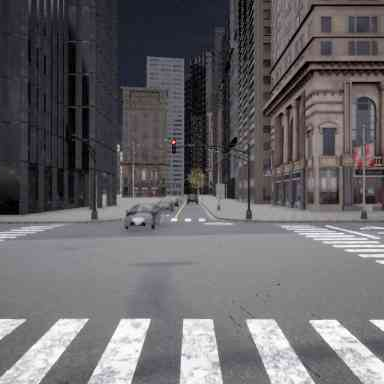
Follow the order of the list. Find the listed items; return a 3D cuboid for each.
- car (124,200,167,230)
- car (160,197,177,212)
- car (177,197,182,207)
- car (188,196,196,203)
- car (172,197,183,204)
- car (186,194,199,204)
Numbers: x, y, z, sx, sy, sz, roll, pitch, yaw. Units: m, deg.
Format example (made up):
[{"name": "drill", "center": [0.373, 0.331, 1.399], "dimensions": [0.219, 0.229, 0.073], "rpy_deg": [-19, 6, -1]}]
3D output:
[{"name": "car", "center": [-3.066, 1.509, 21.339], "dimensions": [2.128, 1.511, 4.902], "rpy_deg": [0, 0, 0]}, {"name": "car", "center": [-3.064, 1.556, 38.766], "dimensions": [1.837, 1.490, 4.892], "rpy_deg": [0, 0, 0]}, {"name": "car", "center": [-3.061, 1.561, 52.385], "dimensions": [1.882, 1.535, 5.008], "rpy_deg": [0, 1, 1]}, {"name": "car", "center": [0.000, 1.657, 75.286], "dimensions": [1.837, 1.490, 4.892], "rpy_deg": [0, 0, 0]}, {"name": "car", "center": [-3.000, 1.736, 69.280], "dimensions": [1.994, 1.385, 4.181], "rpy_deg": [0, 0, 0]}, {"name": "car", "center": [0.102, 1.341, 64.855], "dimensions": [2.150, 2.045, 5.566], "rpy_deg": [0, 0, 0]}]
